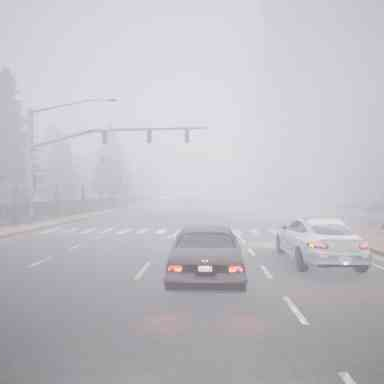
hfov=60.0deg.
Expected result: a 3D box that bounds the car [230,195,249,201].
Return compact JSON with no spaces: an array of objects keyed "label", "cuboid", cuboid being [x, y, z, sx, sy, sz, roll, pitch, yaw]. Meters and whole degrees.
[{"label":"car","cuboid":[11.994,1.499,88.171,4.902,1.511,2.128,0,0,-44]}]

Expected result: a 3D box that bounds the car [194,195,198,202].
[{"label":"car","cuboid":[0.082,1.504,73.817,2.128,1.511,4.902,0,0,10]}]

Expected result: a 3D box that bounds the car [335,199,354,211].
[{"label":"car","cuboid":[19.536,1.535,39.514,4.902,1.511,2.128,0,0,2]}]

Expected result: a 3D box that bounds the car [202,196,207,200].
[{"label":"car","cuboid":[4.709,1.568,90.664,1.895,1.301,4.718,0,0,41]}]

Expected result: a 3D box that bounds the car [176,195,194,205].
[{"label":"car","cuboid":[-1.174,1.487,58.429,1.837,1.490,4.892,0,0,3]}]

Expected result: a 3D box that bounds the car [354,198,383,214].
[{"label":"car","cuboid":[20.628,1.398,35.981,4.553,1.767,2.097,0,0,2]}]

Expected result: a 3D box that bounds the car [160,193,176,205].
[{"label":"car","cuboid":[-4.587,1.203,60.756,2.150,2.045,5.566,0,0,1]}]

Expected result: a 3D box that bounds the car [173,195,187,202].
[{"label":"car","cuboid":[-2.812,1.456,76.650,1.882,1.535,5.008,0,0,14]}]

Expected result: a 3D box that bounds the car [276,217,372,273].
[{"label":"car","cuboid":[3.963,1.523,10.614,1.812,1.442,4.674,0,0,3]}]

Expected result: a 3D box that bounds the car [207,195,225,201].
[{"label":"car","cuboid":[6.821,1.452,87.707,1.882,1.535,5.008,0,0,37]}]

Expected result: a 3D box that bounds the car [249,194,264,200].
[{"label":"car","cuboid":[17.008,1.514,87.807,5.357,1.411,2.033,0,0,-35]}]

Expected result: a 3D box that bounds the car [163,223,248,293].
[{"label":"car","cuboid":[0.380,1.545,8.988,2.033,1.411,5.357,0,0,3]}]
